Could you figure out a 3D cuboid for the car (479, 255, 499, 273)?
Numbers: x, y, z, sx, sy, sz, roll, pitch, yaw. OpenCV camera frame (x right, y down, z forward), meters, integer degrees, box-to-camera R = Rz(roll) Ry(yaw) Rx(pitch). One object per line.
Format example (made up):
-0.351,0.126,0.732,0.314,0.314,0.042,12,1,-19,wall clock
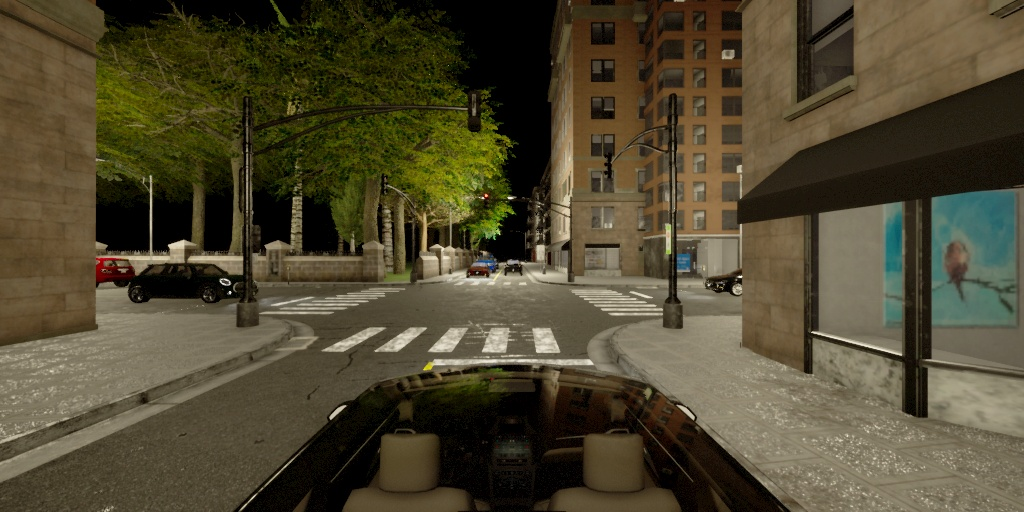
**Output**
-3.056,0.933,42.898,2.150,2.045,5.566,0,0,0,car

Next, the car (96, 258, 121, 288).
-25.929,1.035,21.753,5.009,1.841,2.192,0,0,1,car

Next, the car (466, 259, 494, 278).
-3.064,1.293,33.589,1.994,1.385,4.181,0,0,0,car

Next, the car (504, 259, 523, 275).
0.145,1.213,38.589,2.128,1.511,4.902,0,0,0,car

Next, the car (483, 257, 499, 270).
-3.035,1.044,52.958,2.097,1.767,4.553,0,0,0,car

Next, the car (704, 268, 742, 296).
12.684,1.271,18.668,4.892,1.490,1.837,0,0,1,car

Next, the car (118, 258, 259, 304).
-13.871,1.089,15.824,4.553,1.767,2.097,0,0,1,car
